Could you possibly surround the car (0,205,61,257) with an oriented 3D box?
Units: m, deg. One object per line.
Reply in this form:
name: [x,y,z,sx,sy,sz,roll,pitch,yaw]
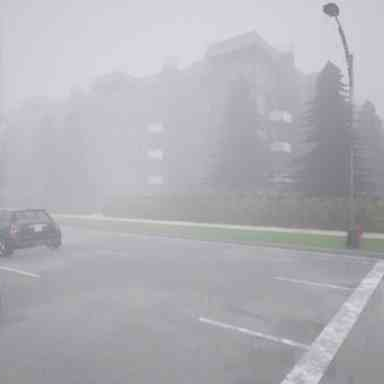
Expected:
car: [-7.344,1.400,13.431,4.553,1.767,2.097,0,0,36]
